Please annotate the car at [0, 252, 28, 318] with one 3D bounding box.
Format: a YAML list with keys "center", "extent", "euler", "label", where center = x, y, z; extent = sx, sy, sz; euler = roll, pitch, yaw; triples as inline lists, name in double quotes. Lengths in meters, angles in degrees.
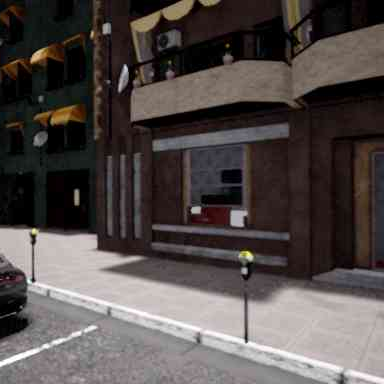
- center: [-4.840, 1.603, 6.328]
  extent: [4.403, 1.369, 2.008]
  euler: [0, 0, 36]
  label: "car"
